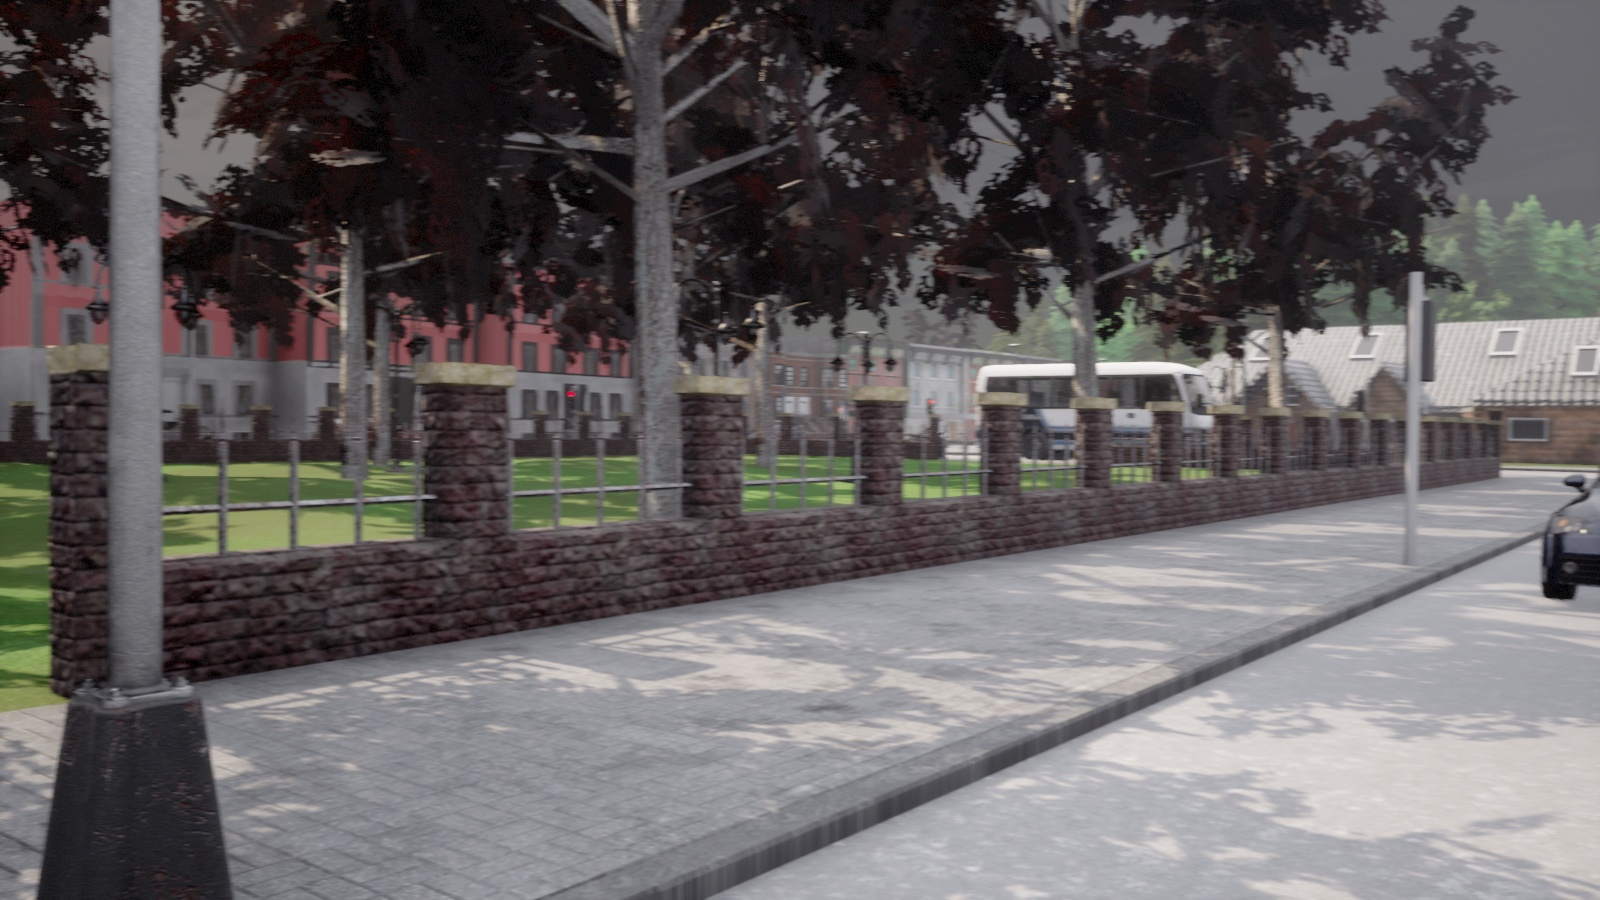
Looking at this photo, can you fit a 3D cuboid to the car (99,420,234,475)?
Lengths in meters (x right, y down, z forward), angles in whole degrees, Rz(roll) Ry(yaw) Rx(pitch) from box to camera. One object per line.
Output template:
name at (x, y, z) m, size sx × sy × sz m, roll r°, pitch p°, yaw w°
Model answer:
car at (-22.827, -0.140, 45.347) m, size 1.905 × 1.878 × 3.866 m, roll 0°, pitch 2°, yaw 38°

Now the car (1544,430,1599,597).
car at (8.556, 0.517, 11.978) m, size 1.994 × 1.385 × 4.181 m, roll 0°, pitch 2°, yaw 38°

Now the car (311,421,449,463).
car at (-17.409, -0.359, 52.259) m, size 2.152 × 1.651 × 5.027 m, roll 0°, pitch 2°, yaw 39°

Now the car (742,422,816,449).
car at (-1.290, -0.945, 79.203) m, size 2.033 × 1.649 × 4.856 m, roll 0°, pitch 2°, yaw 38°

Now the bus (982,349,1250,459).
bus at (13.230, -1.848, 53.216) m, size 10.273 × 4.253 × 3.944 m, roll 0°, pitch 2°, yaw 37°
